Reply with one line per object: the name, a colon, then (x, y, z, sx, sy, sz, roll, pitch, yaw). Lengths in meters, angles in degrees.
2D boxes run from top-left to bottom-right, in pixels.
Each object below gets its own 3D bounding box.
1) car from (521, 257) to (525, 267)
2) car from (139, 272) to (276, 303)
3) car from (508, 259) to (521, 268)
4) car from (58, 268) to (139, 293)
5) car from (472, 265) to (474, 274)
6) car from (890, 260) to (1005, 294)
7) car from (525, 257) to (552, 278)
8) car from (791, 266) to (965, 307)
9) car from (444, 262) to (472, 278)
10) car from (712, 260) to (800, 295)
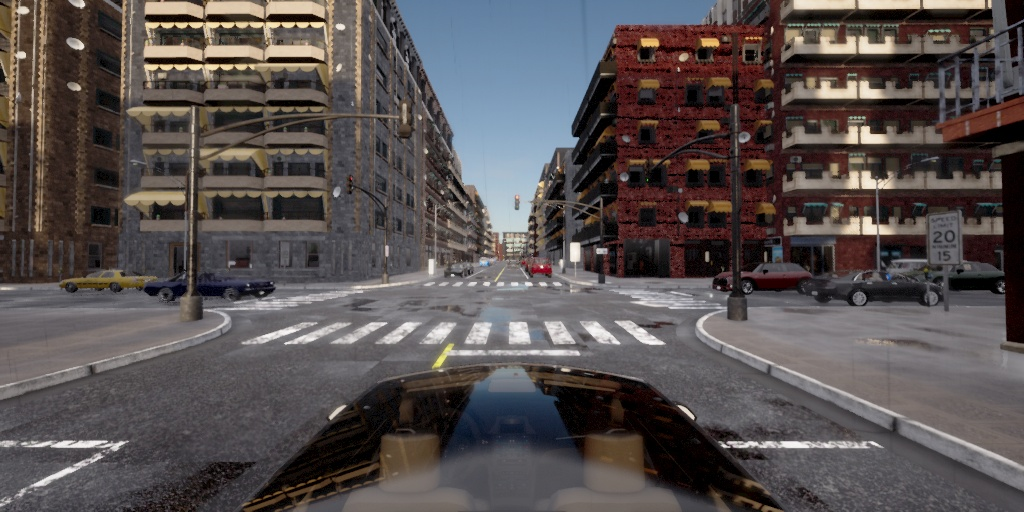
car: (2.641, 1.080, 45.138, 2.192, 1.841, 5.009, 0, 0, 0)
car: (-13.457, 1.361, 16.197, 4.718, 1.301, 1.895, 0, -1, 2)
car: (0.204, 1.292, 60.227, 2.128, 1.511, 4.902, 0, 0, 0)
car: (-24.409, 1.433, 21.740, 4.829, 1.417, 1.751, 0, 0, 0)
car: (-5.250, 1.326, 39.545, 1.948, 1.339, 4.313, 0, 0, 0)
car: (23.095, 1.077, 19.096, 4.553, 1.767, 2.097, 0, -1, 0)
car: (2.622, 1.073, 34.015, 2.192, 1.841, 5.009, 0, 0, 0)
car: (13.765, 1.184, 13.703, 4.403, 1.370, 2.007, 0, 0, 0)
car: (-5.259, 1.324, 33.984, 1.948, 1.339, 4.313, 0, 0, 0)
car: (13.246, 1.099, 19.115, 4.553, 1.767, 2.097, 0, -1, -1)
